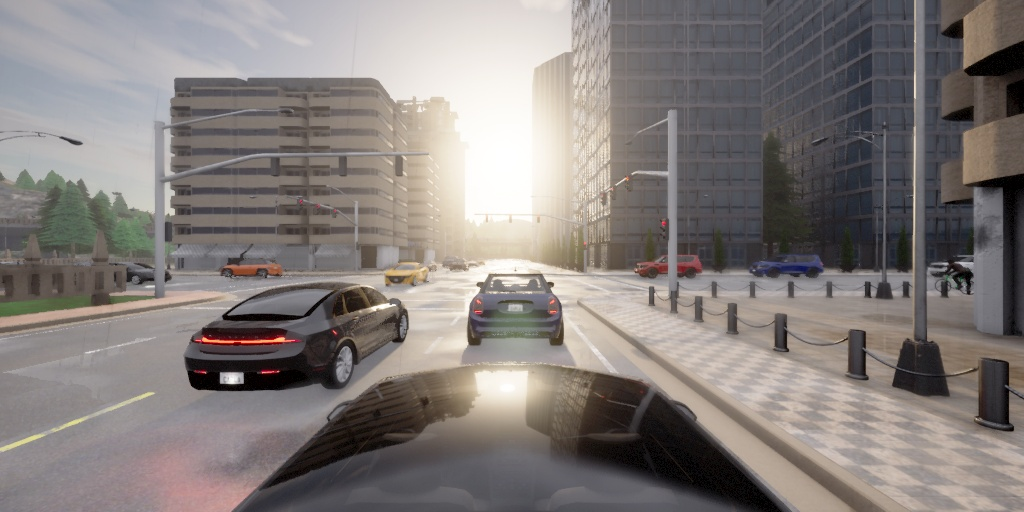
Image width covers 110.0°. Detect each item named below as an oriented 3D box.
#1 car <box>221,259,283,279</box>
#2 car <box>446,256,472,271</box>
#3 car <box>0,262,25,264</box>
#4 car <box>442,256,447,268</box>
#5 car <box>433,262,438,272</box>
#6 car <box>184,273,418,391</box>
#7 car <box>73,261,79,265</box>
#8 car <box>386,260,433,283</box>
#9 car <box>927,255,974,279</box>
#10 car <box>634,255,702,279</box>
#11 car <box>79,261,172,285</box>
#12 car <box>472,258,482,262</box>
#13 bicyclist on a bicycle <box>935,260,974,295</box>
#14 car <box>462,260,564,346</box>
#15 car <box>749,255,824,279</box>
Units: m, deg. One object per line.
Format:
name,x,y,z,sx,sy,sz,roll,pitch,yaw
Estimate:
car,-23.009,1.046,31.736,4.553,1.767,2.097,0,0,1
car,-7.044,1.102,48.198,2.097,1.767,4.553,0,0,0
car,-36.408,1.199,26.247,4.892,1.490,1.837,0,0,15
car,-10.505,0.968,61.642,2.150,2.045,5.566,0,1,0
car,-10.589,1.276,44.613,1.812,1.442,4.674,0,0,1
car,-3.427,1.255,6.831,1.837,1.490,4.892,0,0,0
car,-44.471,1.242,37.276,5.357,1.411,2.033,0,0,34
car,-7.084,1.204,24.481,1.882,1.535,5.008,0,0,0
car,39.990,0.914,31.341,5.566,2.045,2.150,0,0,1
car,13.707,0.917,31.536,5.566,2.045,2.150,0,0,0
car,-26.505,1.199,24.902,4.892,1.490,1.837,0,0,4
car,-6.980,1.298,63.848,2.033,1.411,5.357,0,0,1
bicyclist on a bicycle,21.018,0.996,17.004,0.582,1.620,1.656,0,0,0
car,0.090,1.102,9.603,2.097,1.767,4.553,0,0,0
car,24.025,0.915,31.466,5.566,2.045,2.150,0,0,1
